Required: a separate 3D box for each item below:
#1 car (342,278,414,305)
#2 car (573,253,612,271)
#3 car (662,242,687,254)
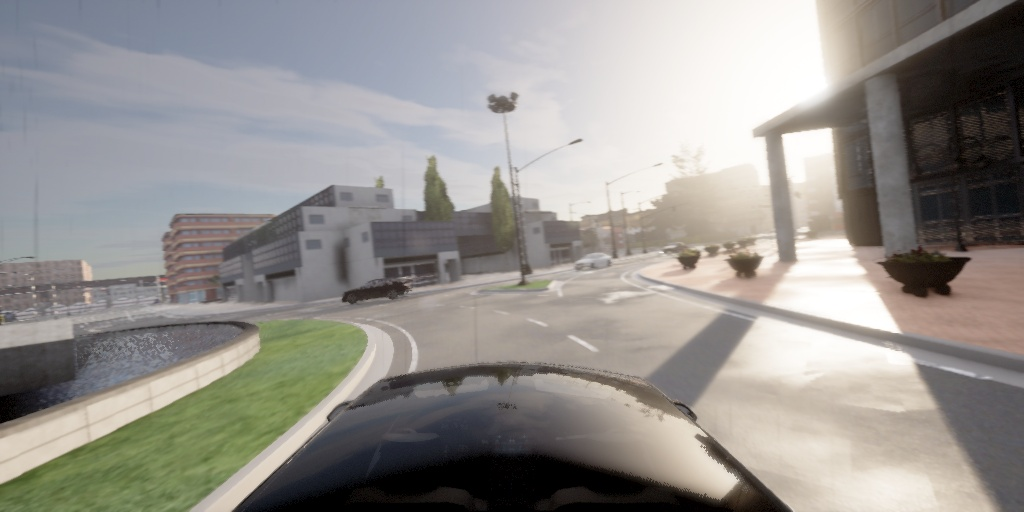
[{"bbox_3d":[-9.353,2.395,25.014,4.902,1.511,2.128,-7,0,4],"label":"car"},{"bbox_3d":[7.646,0.481,33.591,4.674,1.442,1.812,-6,0,-44],"label":"car"},{"bbox_3d":[22.389,-1.163,49.221,2.033,1.411,5.357,-7,0,43],"label":"car"}]
